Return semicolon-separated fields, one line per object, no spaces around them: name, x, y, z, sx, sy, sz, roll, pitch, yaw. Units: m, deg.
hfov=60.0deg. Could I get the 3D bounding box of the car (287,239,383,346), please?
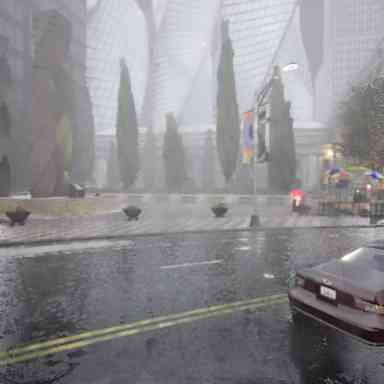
car;4.279;1.512;5.830;5.357;1.411;2.033;0;1;-23
